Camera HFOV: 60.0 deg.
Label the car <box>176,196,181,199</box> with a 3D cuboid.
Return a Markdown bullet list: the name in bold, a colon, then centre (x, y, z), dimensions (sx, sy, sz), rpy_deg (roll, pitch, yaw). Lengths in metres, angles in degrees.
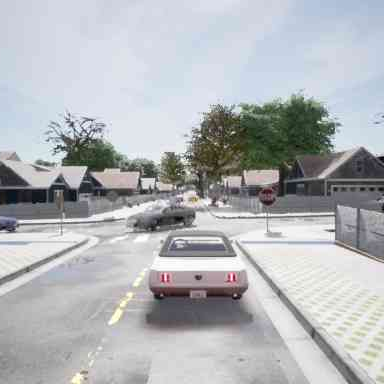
- **car**: centre (-2.764, 1.450, 43.630), dimensions (1.812, 1.442, 4.674), rpy_deg (0, 0, 0)

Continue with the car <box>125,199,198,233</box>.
- **car**: centre (-1.815, 1.474, 20.038), dimensions (2.128, 1.511, 4.902), rpy_deg (-3, 0, 39)

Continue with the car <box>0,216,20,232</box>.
- **car**: centre (-13.004, 1.817, 20.207), dimensions (4.674, 1.442, 1.812), rpy_deg (-2, 0, 2)

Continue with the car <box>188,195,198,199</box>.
- **car**: centre (0.222, 1.364, 66.176), dimensions (1.882, 1.535, 5.008), rpy_deg (0, 0, 0)

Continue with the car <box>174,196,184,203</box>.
- **car**: centre (-2.621, 1.528, 68.977), dimensions (1.895, 1.301, 4.718), rpy_deg (0, 0, 0)

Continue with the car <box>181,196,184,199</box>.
- **car**: centre (-2.739, 1.506, 54.193), dimensions (1.895, 1.301, 4.718), rpy_deg (0, 0, 0)

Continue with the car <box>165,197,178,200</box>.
- **car**: centre (-2.787, 1.493, 33.605), dimensions (2.033, 1.411, 5.357), rpy_deg (0, 0, 0)

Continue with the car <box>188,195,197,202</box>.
- **car**: centre (0.144, 1.398, 76.136), dimensions (2.128, 1.511, 4.902), rpy_deg (0, 0, 0)

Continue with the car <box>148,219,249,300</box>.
- **car**: centre (0.120, 1.596, 8.356), dimensions (1.895, 1.301, 4.718), rpy_deg (0, 0, 0)

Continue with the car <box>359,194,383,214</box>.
- **car**: centre (14.075, 0.881, 23.375), dimensions (4.553, 1.767, 2.097), rpy_deg (-2, 0, 0)
